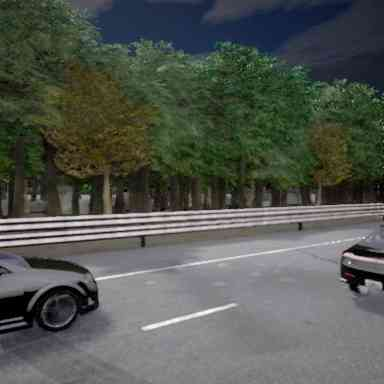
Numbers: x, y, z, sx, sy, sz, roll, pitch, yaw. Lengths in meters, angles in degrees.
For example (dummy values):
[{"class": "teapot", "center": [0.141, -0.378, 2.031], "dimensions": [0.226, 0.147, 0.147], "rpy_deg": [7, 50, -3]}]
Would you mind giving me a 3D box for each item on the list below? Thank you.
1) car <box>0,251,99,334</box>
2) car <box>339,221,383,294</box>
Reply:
[{"class": "car", "center": [-3.707, 1.564, 5.400], "dimensions": [4.181, 1.385, 1.994], "rpy_deg": [0, 0, -36]}, {"class": "car", "center": [5.324, 1.486, 7.543], "dimensions": [4.902, 1.511, 2.128], "rpy_deg": [0, 0, -36]}]
